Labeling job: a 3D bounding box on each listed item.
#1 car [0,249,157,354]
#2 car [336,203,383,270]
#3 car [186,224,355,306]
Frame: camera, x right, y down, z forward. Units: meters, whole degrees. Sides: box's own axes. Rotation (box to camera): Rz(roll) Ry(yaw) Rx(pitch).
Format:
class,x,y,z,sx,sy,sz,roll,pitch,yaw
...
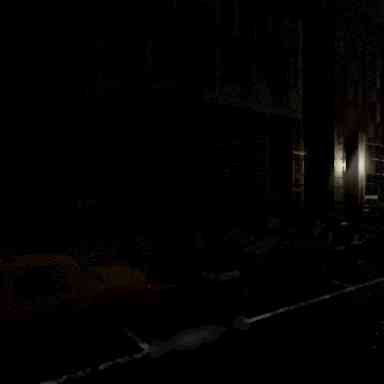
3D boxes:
class,x,y,z,sx,sy,sz,roll,pitch,yaw
car,-2.857,1.526,4.613,4.829,1.417,1.752,0,0,-36
car,6.402,1.326,11.219,5.009,1.841,2.192,0,0,-36
car,1.841,1.588,7.965,4.206,1.307,1.802,0,0,-36
